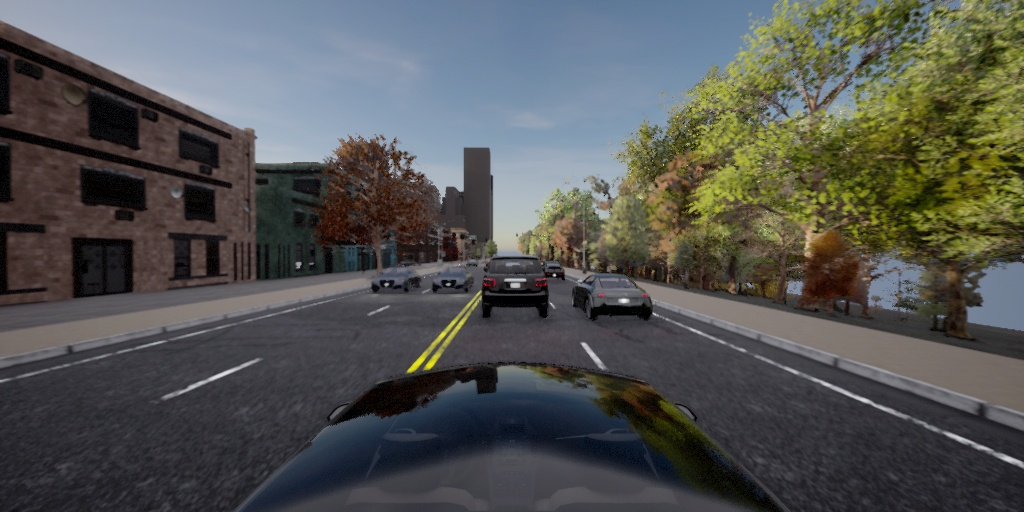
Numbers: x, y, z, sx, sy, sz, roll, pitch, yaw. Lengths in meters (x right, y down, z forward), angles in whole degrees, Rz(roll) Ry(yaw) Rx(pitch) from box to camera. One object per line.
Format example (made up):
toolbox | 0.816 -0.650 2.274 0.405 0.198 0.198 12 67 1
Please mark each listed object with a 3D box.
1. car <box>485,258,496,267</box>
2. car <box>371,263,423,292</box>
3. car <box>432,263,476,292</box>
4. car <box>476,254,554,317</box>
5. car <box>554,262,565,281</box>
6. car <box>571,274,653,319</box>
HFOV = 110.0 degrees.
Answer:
car | -3.860 1.238 65.341 1.882 1.535 5.008 0 0 -1
car | -6.610 1.306 20.937 1.994 1.385 4.181 0 0 0
car | -3.360 1.306 20.988 1.994 1.385 4.181 0 0 0
car | 0.099 0.966 13.366 2.150 2.045 5.566 0 0 0
car | 3.289 1.242 30.371 1.837 1.490 4.892 0 0 -1
car | 3.348 1.309 12.726 1.994 1.385 4.181 0 0 0
